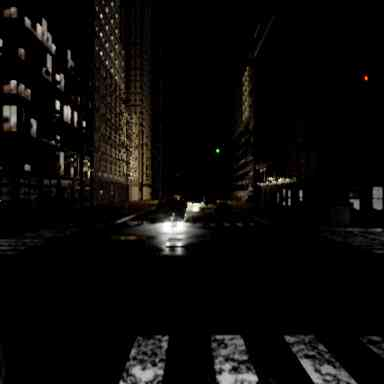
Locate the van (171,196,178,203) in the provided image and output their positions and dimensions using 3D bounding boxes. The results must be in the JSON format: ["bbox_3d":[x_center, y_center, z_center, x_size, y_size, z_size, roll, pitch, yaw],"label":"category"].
[{"bbox_3d":[-4.436,1.903,85.474,1.690,1.788,3.998,0,0,0],"label":"van"}]

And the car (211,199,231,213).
[{"bbox_3d":[3.808,1.864,41.311,1.947,1.339,4.313,0,0,0],"label":"car"}]

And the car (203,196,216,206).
[{"bbox_3d":[3.601,1.749,63.420,2.192,1.841,5.009,0,0,0],"label":"car"}]

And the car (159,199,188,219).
[{"bbox_3d":[-1.599,1.727,31.536,2.128,1.511,4.902,0,0,0],"label":"car"}]

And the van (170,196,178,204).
[{"bbox_3d":[-4.397,1.871,79.947,1.690,1.788,3.998,0,0,0],"label":"van"}]

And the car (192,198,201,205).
[{"bbox_3d":[0.982,2.013,72.751,1.812,1.442,4.674,0,0,0],"label":"car"}]

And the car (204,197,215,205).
[{"bbox_3d":[3.562,1.907,68.948,1.967,1.590,4.097,0,0,0],"label":"car"}]

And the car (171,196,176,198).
[{"bbox_3d":[-4.279,2.000,63.363,1.947,1.339,4.313,0,0,0],"label":"car"}]

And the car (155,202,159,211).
[{"bbox_3d":[-4.161,1.915,46.781,1.802,1.307,4.206,0,0,0],"label":"car"}]

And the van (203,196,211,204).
[{"bbox_3d":[3.483,1.871,80.003,1.690,1.788,3.998,0,0,0],"label":"van"}]
